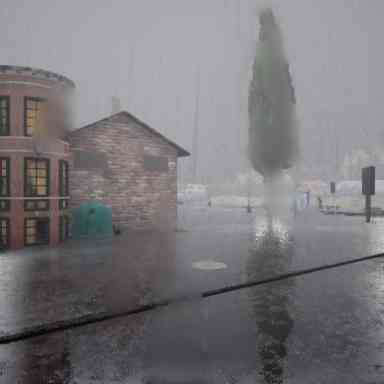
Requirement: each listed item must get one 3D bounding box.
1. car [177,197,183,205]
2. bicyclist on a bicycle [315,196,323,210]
[{"bbox_3d":[-3.421,1.564,59.195,1.994,1.385,4.181,0,0,-35],"label":"car"},{"bbox_3d":[15.350,1.349,40.171,1.656,1.620,0.582,0,0,-36],"label":"bicyclist on a bicycle"}]
